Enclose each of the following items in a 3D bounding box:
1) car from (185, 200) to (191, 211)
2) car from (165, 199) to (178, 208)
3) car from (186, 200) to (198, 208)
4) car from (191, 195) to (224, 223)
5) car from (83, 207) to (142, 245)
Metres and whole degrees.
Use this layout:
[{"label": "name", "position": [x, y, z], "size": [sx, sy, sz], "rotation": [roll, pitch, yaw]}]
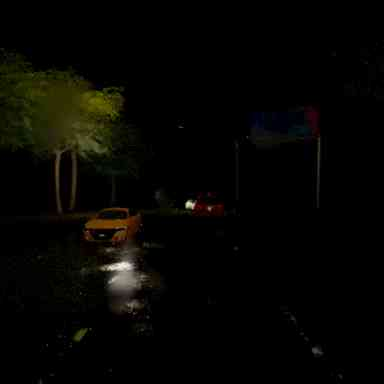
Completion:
[{"label": "car", "position": [0.030, 1.884, 47.382], "size": [1.812, 1.442, 4.674], "rotation": [0, -1, 1]}, {"label": "car", "position": [-3.545, 2.031, 57.840], "size": [1.882, 1.535, 5.008], "rotation": [0, -1, 1]}, {"label": "car", "position": [0.003, 2.174, 60.866], "size": [1.994, 1.385, 4.181], "rotation": [0, -1, 0]}, {"label": "car", "position": [1.227, 1.283, 26.025], "size": [2.150, 2.045, 5.566], "rotation": [0, -1, 0]}, {"label": "car", "position": [-3.599, 1.474, 15.784], "size": [1.882, 1.535, 5.008], "rotation": [0, 0, 0]}]
